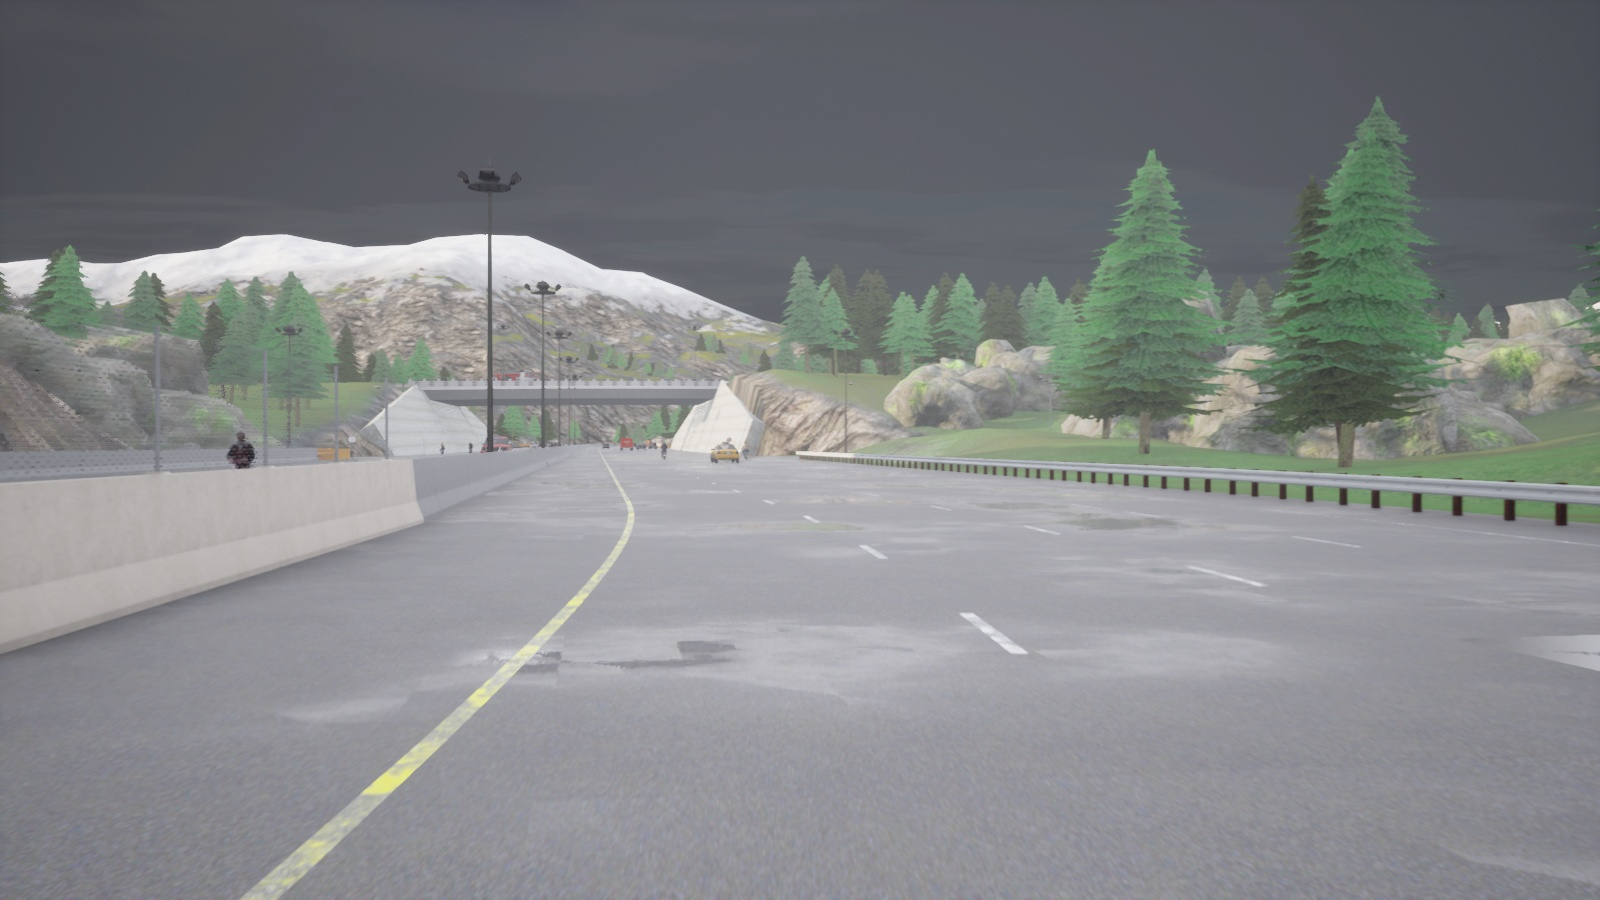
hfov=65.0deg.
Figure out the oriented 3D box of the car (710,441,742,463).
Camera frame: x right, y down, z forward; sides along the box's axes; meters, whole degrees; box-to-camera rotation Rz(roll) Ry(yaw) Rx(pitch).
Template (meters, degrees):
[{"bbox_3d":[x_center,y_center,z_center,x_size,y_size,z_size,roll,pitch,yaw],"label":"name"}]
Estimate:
[{"bbox_3d":[-5.562,0.154,93.725,1.801,1.575,5.366,0,0,-9],"label":"car"}]
